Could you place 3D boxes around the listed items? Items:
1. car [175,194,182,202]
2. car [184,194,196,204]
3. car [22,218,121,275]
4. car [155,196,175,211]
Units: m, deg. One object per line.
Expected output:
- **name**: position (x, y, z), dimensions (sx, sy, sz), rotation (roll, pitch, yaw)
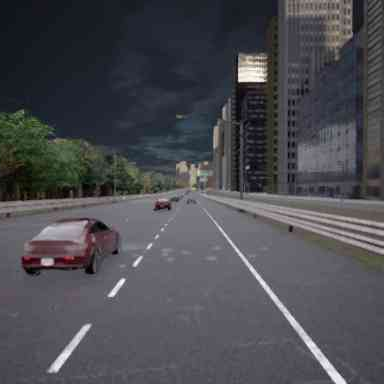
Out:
- **car**: position (-3.776, 1.563, 74.898), dimensions (1.837, 1.490, 4.892), rotation (0, 0, 0)
- **car**: position (-0.125, 1.600, 67.732), dimensions (2.033, 1.411, 5.357), rotation (0, 0, 0)
- **car**: position (-3.506, 1.525, 10.358), dimensions (1.812, 1.442, 4.674), rotation (0, 0, 0)
- **car**: position (-3.586, 1.496, 42.094), dimensions (1.882, 1.535, 5.008), rotation (0, 0, 0)
